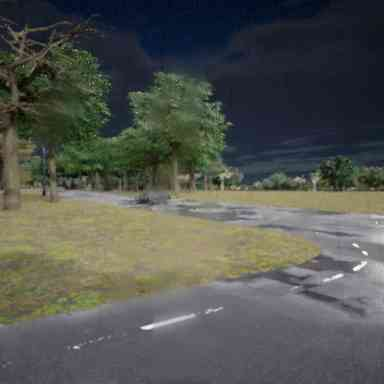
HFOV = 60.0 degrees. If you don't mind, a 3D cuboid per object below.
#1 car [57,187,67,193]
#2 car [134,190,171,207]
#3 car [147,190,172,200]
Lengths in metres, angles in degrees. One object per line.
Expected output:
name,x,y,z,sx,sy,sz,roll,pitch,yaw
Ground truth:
car,-32.263,-0.569,82.135,2.128,1.511,4.902,-1,2,-30
car,-4.709,0.827,37.577,2.033,1.411,5.357,-1,2,-35
car,-4.993,0.439,50.150,1.994,1.385,4.181,-1,2,-35
